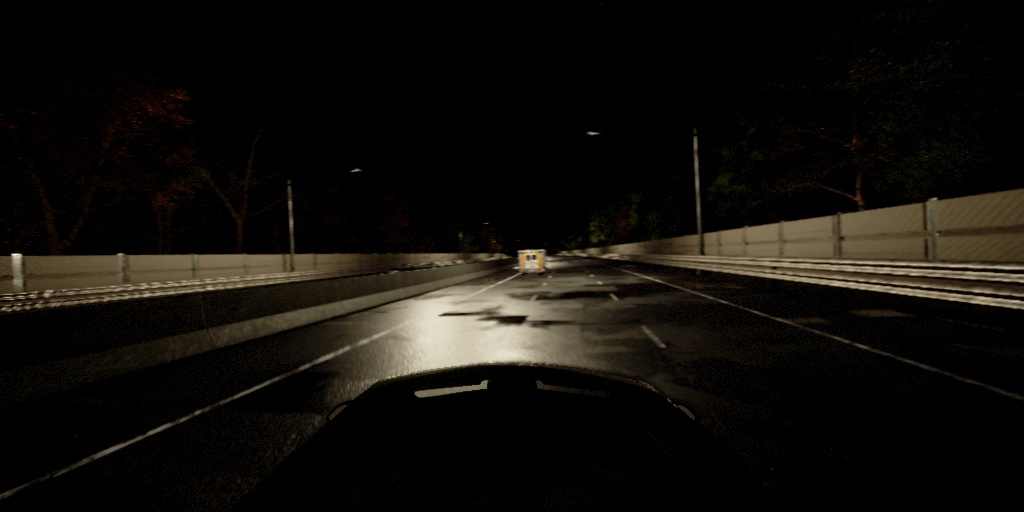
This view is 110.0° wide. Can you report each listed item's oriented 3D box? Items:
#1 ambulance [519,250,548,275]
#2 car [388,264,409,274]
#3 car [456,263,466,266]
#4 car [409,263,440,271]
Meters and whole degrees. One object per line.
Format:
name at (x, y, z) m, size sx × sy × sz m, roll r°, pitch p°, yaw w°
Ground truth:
ambulance at (2.238, 0.638, 36.150) m, size 2.351 × 2.431 × 6.366 m, roll -3°, pitch 0°, yaw 9°
car at (-14.040, 1.833, 45.788) m, size 2.128 × 1.511 × 4.902 m, roll -3°, pitch 0°, yaw 9°
car at (-6.827, 1.597, 46.681) m, size 1.895 × 1.301 × 4.718 m, roll -3°, pitch 0°, yaw 9°
car at (-10.581, 1.669, 45.306) m, size 2.128 × 1.511 × 4.902 m, roll -3°, pitch 0°, yaw 9°
